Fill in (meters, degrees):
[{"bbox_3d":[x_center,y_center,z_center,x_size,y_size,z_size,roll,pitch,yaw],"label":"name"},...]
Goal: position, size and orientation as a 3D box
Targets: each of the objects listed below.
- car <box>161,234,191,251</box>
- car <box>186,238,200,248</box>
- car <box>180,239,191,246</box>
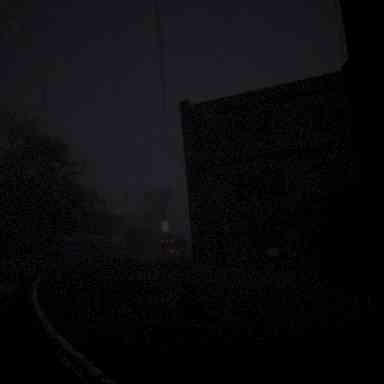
[{"bbox_3d":[-2.352,6.688,44.353,2.150,2.045,5.566,-7,-9,16],"label":"car"},{"bbox_3d":[0.181,11.205,73.026,2.097,1.767,4.553,-4,-7,-11],"label":"car"},{"bbox_3d":[-1.613,12.623,83.044,1.837,1.490,4.892,-4,-6,-13],"label":"car"}]
